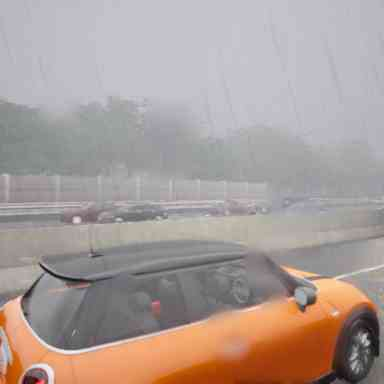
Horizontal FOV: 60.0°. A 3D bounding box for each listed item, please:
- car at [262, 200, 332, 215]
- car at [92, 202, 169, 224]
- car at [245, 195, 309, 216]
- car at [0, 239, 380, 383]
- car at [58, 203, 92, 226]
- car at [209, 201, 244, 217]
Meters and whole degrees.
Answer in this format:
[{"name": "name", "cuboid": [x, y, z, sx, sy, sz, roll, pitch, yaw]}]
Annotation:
[{"name": "car", "cuboid": [7.221, 1.496, 21.984, 5.008, 1.535, 1.882, 0, 0, -35]}, {"name": "car", "cuboid": [-3.924, 1.512, 22.648, 4.892, 1.490, 1.837, 0, 0, -35]}, {"name": "car", "cuboid": [7.145, 1.244, 26.217, 5.566, 2.045, 2.150, 0, 0, -35]}, {"name": "car", "cuboid": [0.226, 1.353, 3.903, 4.553, 1.767, 2.097, 0, 0, -35]}, {"name": "car", "cuboid": [-6.960, 1.483, 23.917, 5.008, 1.535, 1.882, 0, 0, -38]}, {"name": "car", "cuboid": [3.651, 1.587, 32.149, 4.181, 1.385, 1.994, 0, 0, -37]}]
